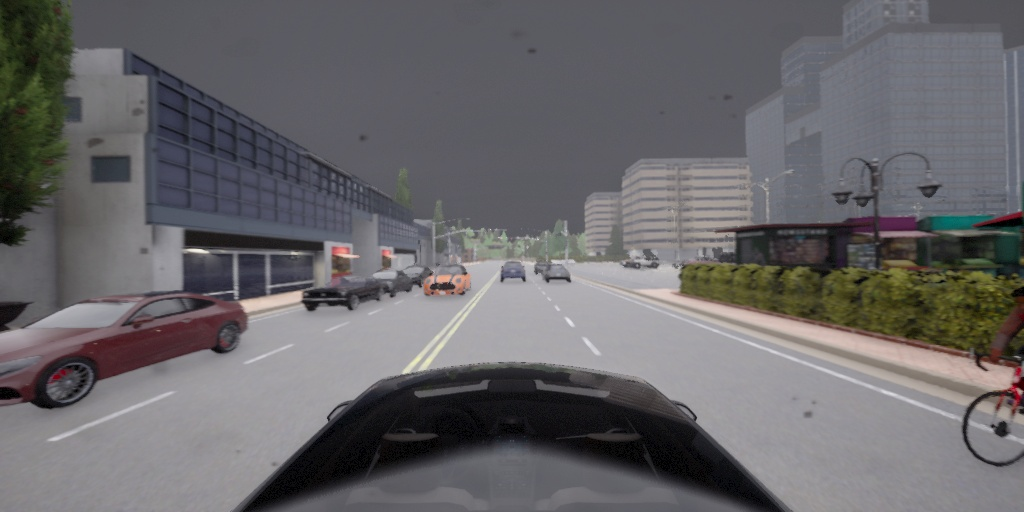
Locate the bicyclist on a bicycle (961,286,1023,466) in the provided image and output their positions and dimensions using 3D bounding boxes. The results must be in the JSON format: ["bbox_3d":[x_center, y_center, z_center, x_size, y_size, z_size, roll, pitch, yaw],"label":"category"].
[{"bbox_3d":[4.858,1.085,3.239,1.656,1.620,0.582,-1,0,-1],"label":"bicyclist on a bicycle"}]

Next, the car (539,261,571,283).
[{"bbox_3d":[3.542,1.358,29.087,1.994,1.385,4.181,-1,0,1],"label":"car"}]

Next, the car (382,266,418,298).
[{"bbox_3d":[-7.008,1.515,20.299,1.812,1.442,4.674,-1,0,0],"label":"car"}]

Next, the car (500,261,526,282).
[{"bbox_3d":[0.090,1.216,30.856,2.097,1.767,4.553,-1,0,0],"label":"car"}]

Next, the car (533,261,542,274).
[{"bbox_3d":[3.535,1.339,42.171,2.128,1.511,4.902,-1,0,0],"label":"car"}]

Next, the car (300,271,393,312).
[{"bbox_3d":[-7.102,1.542,15.722,1.895,1.301,4.718,-1,0,0],"label":"car"}]

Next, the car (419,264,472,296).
[{"bbox_3d":[-3.512,1.282,20.308,2.097,1.767,4.553,-1,0,0],"label":"car"}]

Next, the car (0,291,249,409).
[{"bbox_3d":[-7.114,1.427,6.613,1.812,1.442,4.674,-1,0,0],"label":"car"}]
